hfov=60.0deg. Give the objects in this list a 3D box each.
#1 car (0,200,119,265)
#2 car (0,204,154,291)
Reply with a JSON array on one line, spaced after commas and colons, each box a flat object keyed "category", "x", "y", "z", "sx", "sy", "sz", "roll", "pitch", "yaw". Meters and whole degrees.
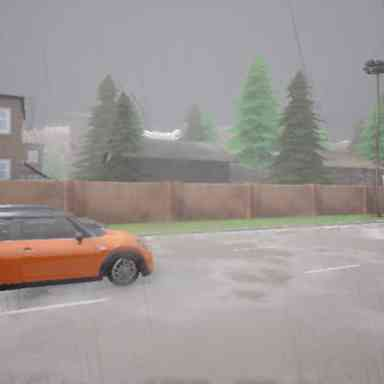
[{"category": "car", "x": -4.915, "y": 1.189, "z": 10.838, "sx": 4.553, "sy": 1.767, "sz": 2.097, "roll": 0, "pitch": 1, "yaw": -26}, {"category": "car", "x": -3.217, "y": 1.236, "z": 7.772, "sx": 4.553, "sy": 1.767, "sz": 2.097, "roll": 0, "pitch": 1, "yaw": -26}]
